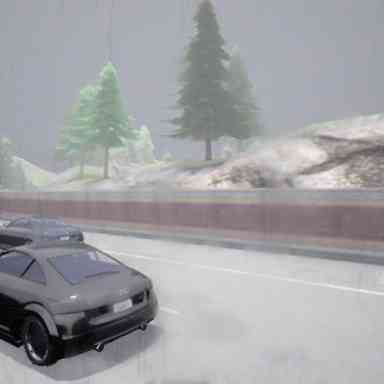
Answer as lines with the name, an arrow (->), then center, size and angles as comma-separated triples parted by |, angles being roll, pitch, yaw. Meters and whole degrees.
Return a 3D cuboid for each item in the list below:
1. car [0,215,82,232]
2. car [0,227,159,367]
car -> -5.987, 1.590, 12.703 | 4.181, 1.385, 1.994 | 0, 0, 37
car -> -2.600, 1.576, 5.854 | 4.181, 1.385, 1.994 | 0, 0, 36
